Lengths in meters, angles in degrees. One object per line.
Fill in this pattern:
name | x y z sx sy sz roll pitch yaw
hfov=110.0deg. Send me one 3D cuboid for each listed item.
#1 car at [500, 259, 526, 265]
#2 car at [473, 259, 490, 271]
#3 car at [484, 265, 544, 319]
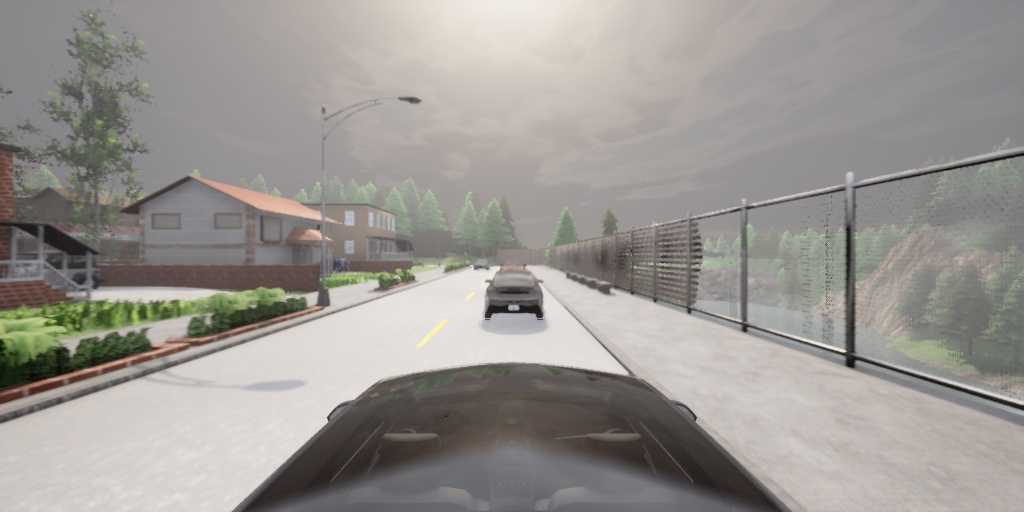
car | 0.070 1.044 27.677 2.097 1.767 4.553 0 0 0
car | -3.971 1.155 47.727 1.837 1.490 4.892 0 0 2
car | 0.070 1.230 12.595 1.837 1.490 4.892 0 0 0
